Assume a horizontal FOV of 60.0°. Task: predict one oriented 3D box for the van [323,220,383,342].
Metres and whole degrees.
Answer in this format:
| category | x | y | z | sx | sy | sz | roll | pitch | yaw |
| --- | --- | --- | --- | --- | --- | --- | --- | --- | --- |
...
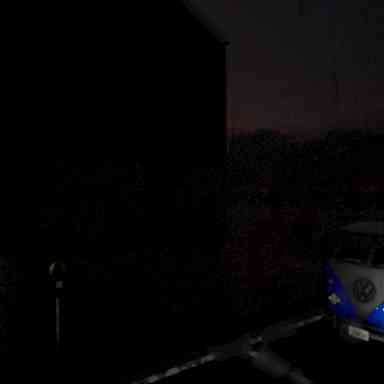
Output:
| category | x | y | z | sx | sy | sz | roll | pitch | yaw |
| --- | --- | --- | --- | --- | --- | --- | --- | --- | --- |
| van | 3.904 | 1.341 | 5.622 | 3.998 | 1.788 | 1.690 | 0 | -1 | -36 |
